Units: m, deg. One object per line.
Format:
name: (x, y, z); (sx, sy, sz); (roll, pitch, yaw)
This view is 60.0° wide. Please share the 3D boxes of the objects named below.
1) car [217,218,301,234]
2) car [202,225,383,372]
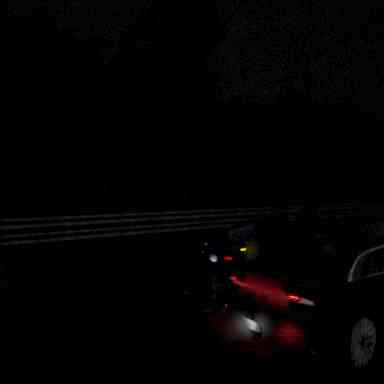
car: (2.435, 1.487, 9.691); (4.674, 1.442, 1.812); (0, 0, -35)
car: (2.737, 1.464, 5.638); (4.902, 1.511, 2.128); (0, 0, -35)
